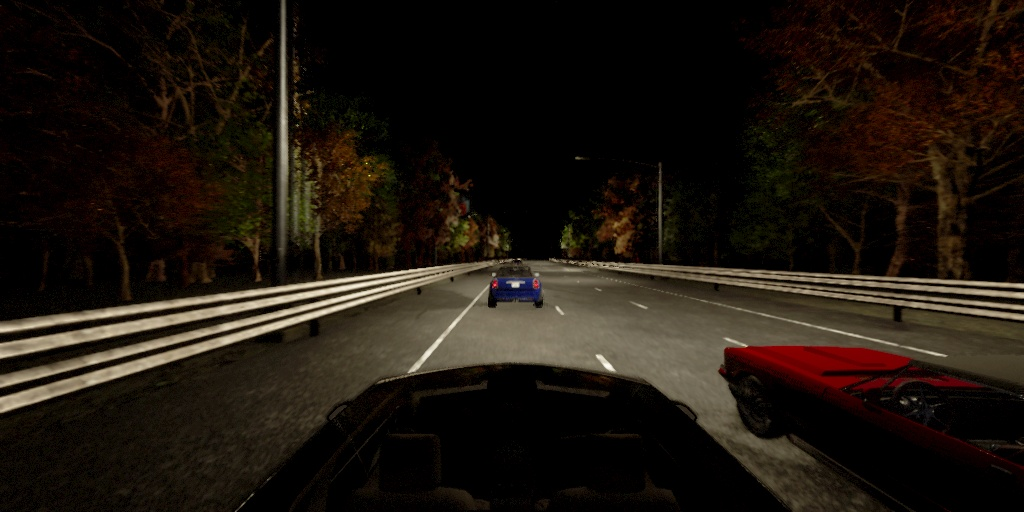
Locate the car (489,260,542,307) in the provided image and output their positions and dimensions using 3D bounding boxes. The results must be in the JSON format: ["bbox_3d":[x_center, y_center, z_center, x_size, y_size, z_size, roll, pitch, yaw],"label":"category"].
[{"bbox_3d":[0.151,1.156,15.845,2.097,1.767,4.553,0,0,0],"label":"car"}]

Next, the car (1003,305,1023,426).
[{"bbox_3d":[7.092,1.303,1.757,2.033,1.411,5.357,0,0,0],"label":"car"}]

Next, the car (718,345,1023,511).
[{"bbox_3d":[3.596,1.357,2.492,1.895,1.301,4.718,0,0,0],"label":"car"}]
